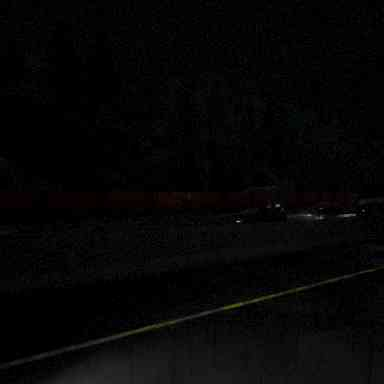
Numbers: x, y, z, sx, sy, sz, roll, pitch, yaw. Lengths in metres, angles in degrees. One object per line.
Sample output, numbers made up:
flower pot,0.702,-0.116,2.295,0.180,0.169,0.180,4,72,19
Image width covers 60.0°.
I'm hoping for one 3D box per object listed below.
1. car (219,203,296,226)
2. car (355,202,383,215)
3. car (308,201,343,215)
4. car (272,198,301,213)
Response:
car,3.747,1.592,19.578,4.674,1.442,1.812,1,0,-36
car,19.283,1.754,35.553,4.181,1.385,1.994,1,0,-38
car,14.668,1.692,36.247,4.674,1.442,1.812,0,0,-36
car,10.156,1.495,37.373,4.553,1.767,2.097,0,0,-37
